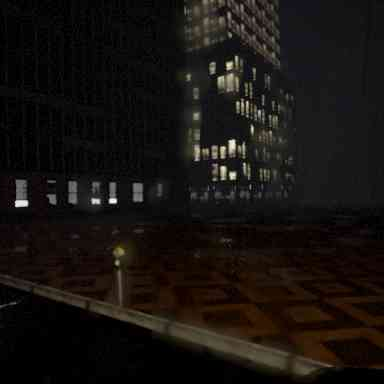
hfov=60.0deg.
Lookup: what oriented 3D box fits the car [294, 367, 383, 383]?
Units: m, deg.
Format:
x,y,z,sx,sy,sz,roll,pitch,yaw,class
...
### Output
x,y,z,sx,sy,sz,roll,pitch,yaw,class
2.236,1.553,1.260,4.313,1.339,1.947,-1,-2,35,car
